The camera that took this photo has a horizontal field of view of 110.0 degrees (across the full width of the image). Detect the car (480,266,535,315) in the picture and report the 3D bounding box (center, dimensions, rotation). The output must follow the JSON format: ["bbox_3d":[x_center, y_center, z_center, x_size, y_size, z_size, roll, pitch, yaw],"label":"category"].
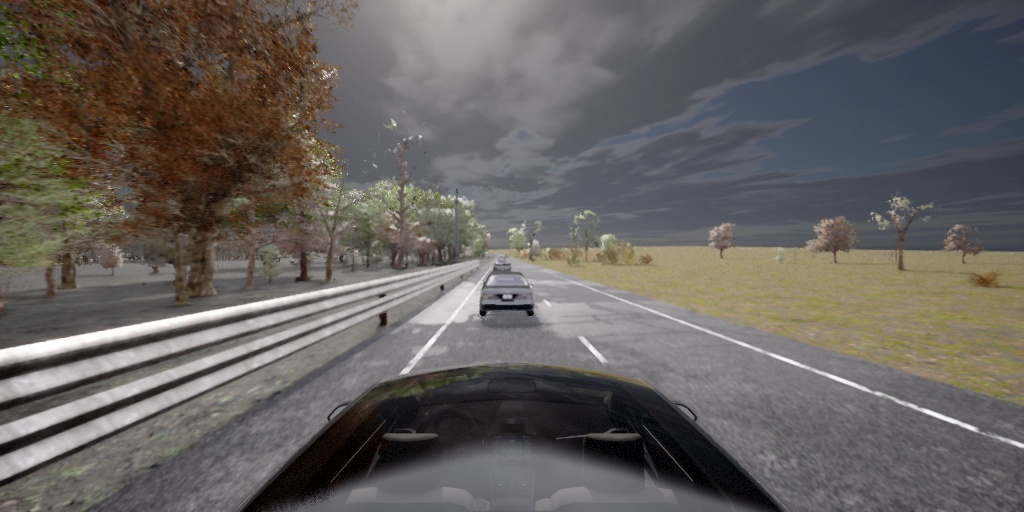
[{"bbox_3d":[-0.222,1.280,13.451,2.033,1.411,5.357,0,0,-2],"label":"car"}]

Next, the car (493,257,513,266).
[{"bbox_3d":[-0.975,1.179,37.441,2.128,1.511,4.902,0,0,-2],"label":"car"}]
